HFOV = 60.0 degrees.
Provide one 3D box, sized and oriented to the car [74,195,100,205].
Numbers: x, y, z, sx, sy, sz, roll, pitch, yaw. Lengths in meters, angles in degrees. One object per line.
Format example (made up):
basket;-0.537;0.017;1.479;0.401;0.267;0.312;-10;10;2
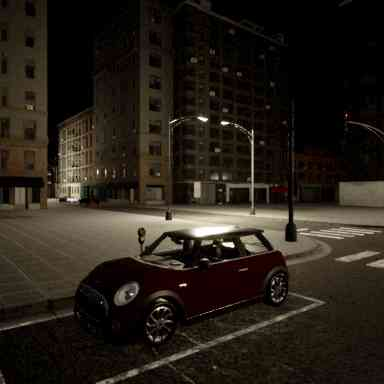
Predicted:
car;-15.842;1.221;51.149;2.128;1.511;4.902;0;0;-38

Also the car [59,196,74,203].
car;-22.165;1.275;59.248;1.895;1.301;4.718;0;0;-39

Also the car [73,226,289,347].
car;-0.052;1.440;6.265;4.097;1.590;1.967;0;0;-38
